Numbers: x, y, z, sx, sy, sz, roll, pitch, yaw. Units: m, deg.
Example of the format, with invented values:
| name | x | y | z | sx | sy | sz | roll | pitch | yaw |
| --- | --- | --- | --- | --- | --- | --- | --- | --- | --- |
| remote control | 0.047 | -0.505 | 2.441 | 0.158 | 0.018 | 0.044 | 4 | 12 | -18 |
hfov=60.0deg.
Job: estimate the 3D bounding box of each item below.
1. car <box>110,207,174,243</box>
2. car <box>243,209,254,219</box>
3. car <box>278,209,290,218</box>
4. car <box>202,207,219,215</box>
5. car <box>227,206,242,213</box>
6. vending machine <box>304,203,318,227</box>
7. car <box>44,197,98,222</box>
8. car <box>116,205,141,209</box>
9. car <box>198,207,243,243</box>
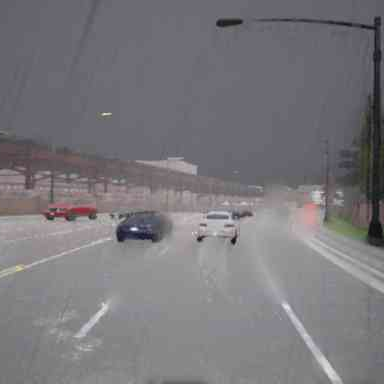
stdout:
| name | x | y | z | sx | sy | sz | roll | pitch | yaw |
| --- | --- | --- | --- | --- | --- | --- | --- | --- | --- |
| car | -2.195 | 1.650 | 16.597 | 1.994 | 1.385 | 4.181 | 1 | -1 | 10 |
| car | 7.409 | 3.163 | 48.861 | 2.033 | 1.411 | 5.357 | 0 | -3 | 28 |
| car | 17.142 | 3.985 | 61.992 | 1.837 | 1.490 | 4.892 | 1 | -3 | 22 |
| car | 3.719 | 3.776 | 66.460 | 1.837 | 1.490 | 4.892 | 1 | -2 | 22 |
| car | 9.044 | 3.755 | 70.343 | 1.994 | 1.385 | 4.181 | 1 | -3 | 22 |
| vending machine | 10.960 | 2.125 | 30.643 | 1.100 | 2.100 | 0.880 | 2 | -1 | 19 |
| car | -10.330 | 1.469 | 28.932 | 2.150 | 2.045 | 5.566 | 1 | -2 | 15 |
| car | -5.930 | 1.960 | 31.561 | 2.128 | 1.511 | 4.902 | 1 | -3 | 17 |
| car | 1.460 | 1.709 | 17.088 | 1.812 | 1.442 | 4.674 | 1 | -2 | 11 |
